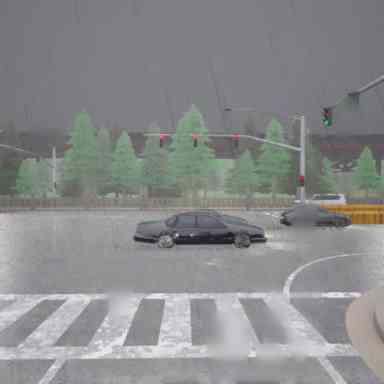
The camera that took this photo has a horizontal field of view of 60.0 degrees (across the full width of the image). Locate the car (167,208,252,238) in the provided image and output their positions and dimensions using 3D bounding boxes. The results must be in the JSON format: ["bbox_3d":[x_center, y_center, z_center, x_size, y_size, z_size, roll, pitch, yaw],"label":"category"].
[{"bbox_3d":[0.833,1.563,17.305,4.181,1.385,1.994,0,0,-2],"label":"car"}]

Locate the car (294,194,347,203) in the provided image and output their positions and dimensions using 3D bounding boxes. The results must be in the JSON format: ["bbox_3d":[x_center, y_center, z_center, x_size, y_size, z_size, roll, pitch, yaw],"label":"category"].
[{"bbox_3d":[13.548,1.219,35.398,5.566,2.045,2.150,0,0,-2],"label":"car"}]

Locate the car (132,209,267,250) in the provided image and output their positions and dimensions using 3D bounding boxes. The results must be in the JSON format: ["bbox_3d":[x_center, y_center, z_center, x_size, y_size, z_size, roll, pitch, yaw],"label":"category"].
[{"bbox_3d":[0.285,1.547,13.787,5.357,1.411,2.033,0,0,-2],"label":"car"}]

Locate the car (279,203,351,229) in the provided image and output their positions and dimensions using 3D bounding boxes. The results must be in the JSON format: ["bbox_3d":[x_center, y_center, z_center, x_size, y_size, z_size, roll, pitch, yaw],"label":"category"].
[{"bbox_3d":[7.703,1.563,21.013,4.181,1.385,1.994,0,0,-2],"label":"car"}]
